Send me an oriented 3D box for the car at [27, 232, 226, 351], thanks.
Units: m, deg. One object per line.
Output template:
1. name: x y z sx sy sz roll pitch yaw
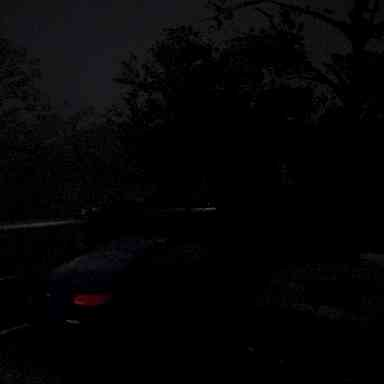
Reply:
1. car: -0.579 1.489 6.224 2.002 1.452 4.674 1 0 36

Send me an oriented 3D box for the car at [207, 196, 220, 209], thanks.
1. car: 3.971 0.893 34.590 1.882 1.535 5.008 -3 -1 35

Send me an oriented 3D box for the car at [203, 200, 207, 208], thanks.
1. car: 3.182 1.046 38.857 1.837 1.490 4.892 -3 -1 35

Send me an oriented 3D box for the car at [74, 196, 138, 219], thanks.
1. car: -6.270 1.195 25.490 2.128 1.511 4.902 -3 -1 36

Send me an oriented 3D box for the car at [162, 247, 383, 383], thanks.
1. car: 2.087 1.475 4.319 2.231 1.521 4.892 1 0 35

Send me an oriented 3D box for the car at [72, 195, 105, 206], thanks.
1. car: -16.044 1.304 51.551 1.812 1.442 4.674 -3 -1 35
